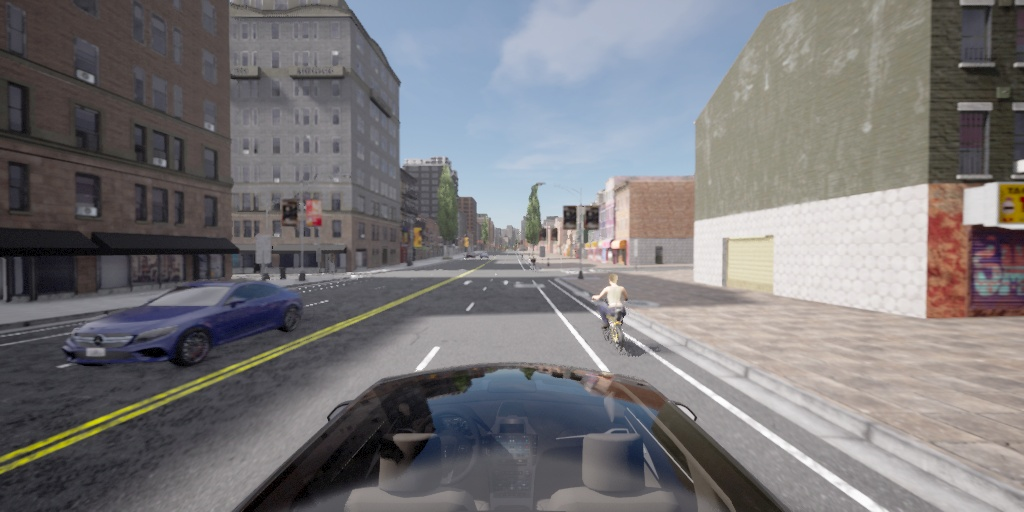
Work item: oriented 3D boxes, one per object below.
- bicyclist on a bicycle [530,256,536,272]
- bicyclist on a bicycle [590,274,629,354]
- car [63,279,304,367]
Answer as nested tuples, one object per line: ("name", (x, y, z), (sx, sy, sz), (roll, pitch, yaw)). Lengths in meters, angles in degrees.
("bicyclist on a bicycle", (2.236, 0.841, 37.949), (0.659, 1.776, 1.843), (-1, 1, 0))
("bicyclist on a bicycle", (2.171, 1.181, 7.786), (0.866, 1.612, 1.509), (0, 0, 0))
("car", (-6.597, 1.269, 8.014), (1.812, 1.442, 4.674), (0, 0, 0))
